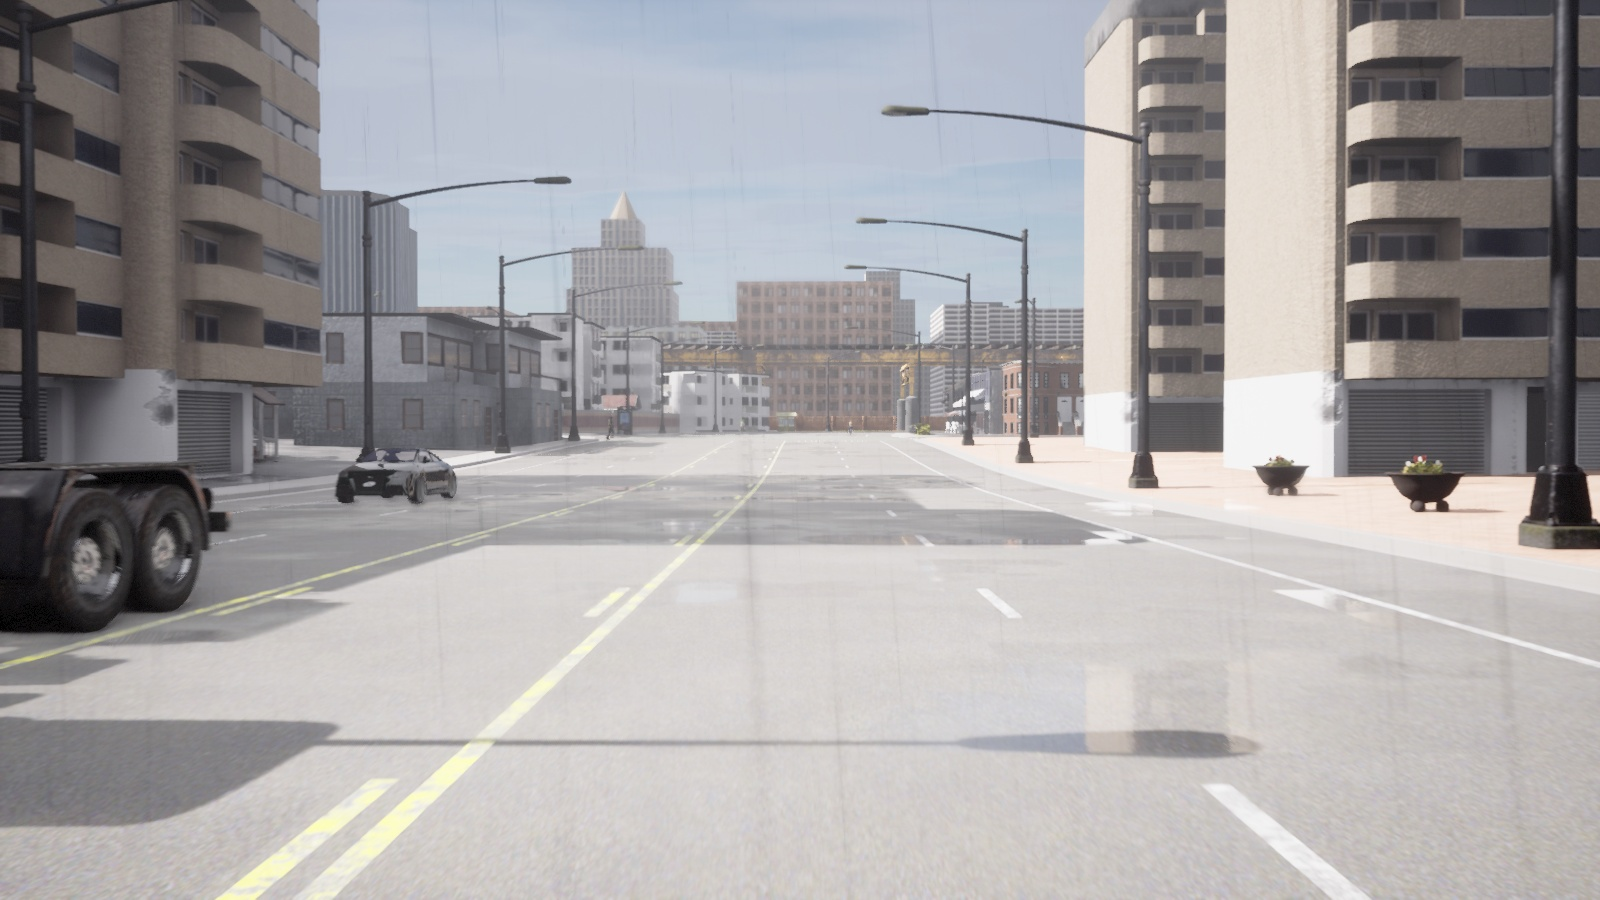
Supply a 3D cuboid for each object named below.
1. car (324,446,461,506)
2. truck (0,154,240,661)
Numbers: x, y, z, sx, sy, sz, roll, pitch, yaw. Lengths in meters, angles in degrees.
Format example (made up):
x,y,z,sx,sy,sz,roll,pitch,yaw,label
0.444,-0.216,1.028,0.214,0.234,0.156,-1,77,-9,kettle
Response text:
x,y,z,sx,sy,sz,roll,pitch,yaw,label
-10.272,0.613,31.978,1.994,1.385,4.181,0,0,2,car
-6.920,-0.288,8.230,2.891,3.462,7.936,0,0,1,truck
